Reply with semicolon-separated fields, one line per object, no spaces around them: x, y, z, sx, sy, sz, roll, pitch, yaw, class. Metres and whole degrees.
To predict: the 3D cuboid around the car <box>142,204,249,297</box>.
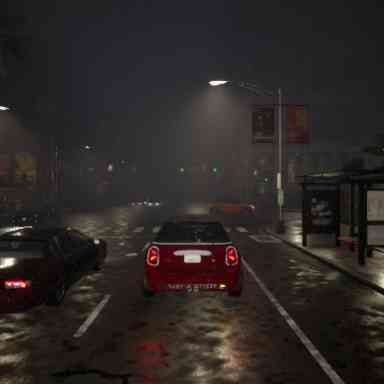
-0.002;1.354;8.735;2.097;1.767;4.553;0;0;0;car

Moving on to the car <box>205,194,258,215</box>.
3.975;1.362;31.850;4.553;1.767;2.097;0;0;18;car

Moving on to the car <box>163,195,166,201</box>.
-7.869;1.503;80.078;1.882;1.535;5.008;0;0;-1;car

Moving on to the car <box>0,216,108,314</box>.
-3.497;1.550;7.902;2.033;1.411;5.357;0;0;0;car

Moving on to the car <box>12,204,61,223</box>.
-10.840;1.571;23.446;1.994;1.385;4.181;0;0;-1;car

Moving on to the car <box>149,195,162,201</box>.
-10.095;1.554;92.763;2.128;1.511;4.902;0;0;12;car

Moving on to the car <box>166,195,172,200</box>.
-6.902;1.553;91.039;1.812;1.442;4.674;0;0;12;car

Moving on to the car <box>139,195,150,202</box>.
-11.358;1.550;79.571;2.128;1.511;4.902;0;0;-1;car

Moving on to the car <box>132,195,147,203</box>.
-11.250;1.377;69.364;2.097;1.767;4.553;0;0;-1;car

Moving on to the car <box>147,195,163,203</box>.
-7.752;1.617;69.611;1.895;1.301;4.718;0;0;-1;car
